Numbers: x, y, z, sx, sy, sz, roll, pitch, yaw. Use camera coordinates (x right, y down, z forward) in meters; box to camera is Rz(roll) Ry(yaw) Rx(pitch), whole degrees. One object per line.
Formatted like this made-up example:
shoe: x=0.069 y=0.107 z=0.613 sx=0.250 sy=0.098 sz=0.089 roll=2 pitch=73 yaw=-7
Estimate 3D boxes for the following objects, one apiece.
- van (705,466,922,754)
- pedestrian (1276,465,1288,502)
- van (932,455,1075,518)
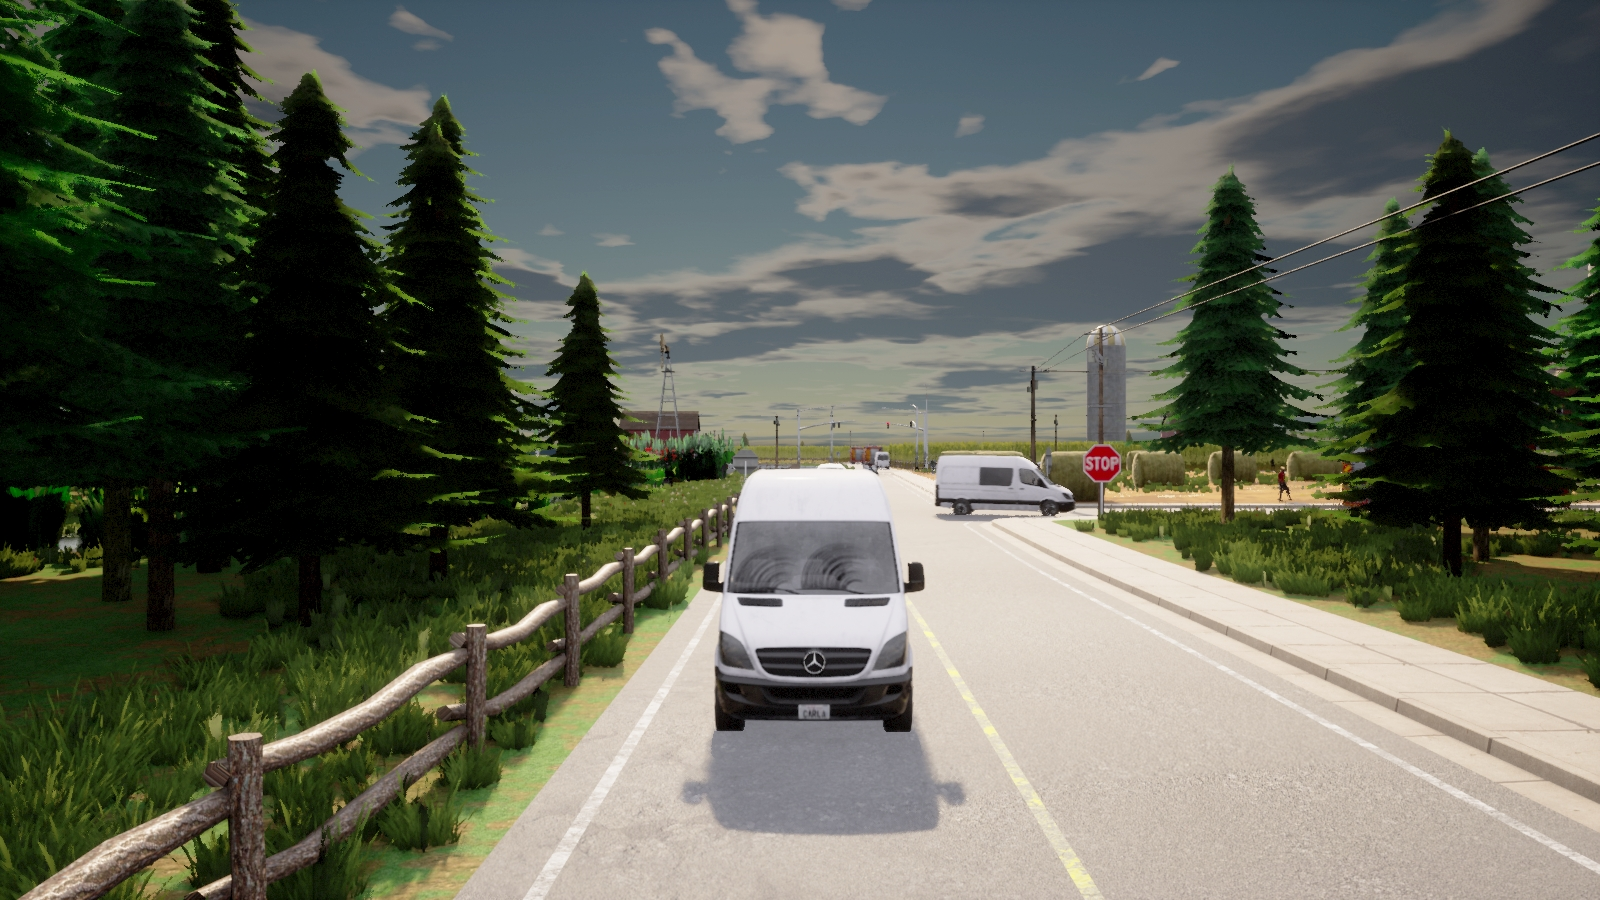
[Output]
van: x=0.159 y=1.508 z=13.433 sx=1.988 sy=2.561 sz=5.915 roll=0 pitch=0 yaw=1
pedestrian: x=24.547 y=1.694 z=58.188 sx=0.375 sy=1.860 sz=0.375 roll=0 pitch=0 yaw=-12
van: x=8.787 y=1.527 z=49.226 sx=5.915 sy=2.561 sz=1.988 roll=1 pitch=0 yaw=15
